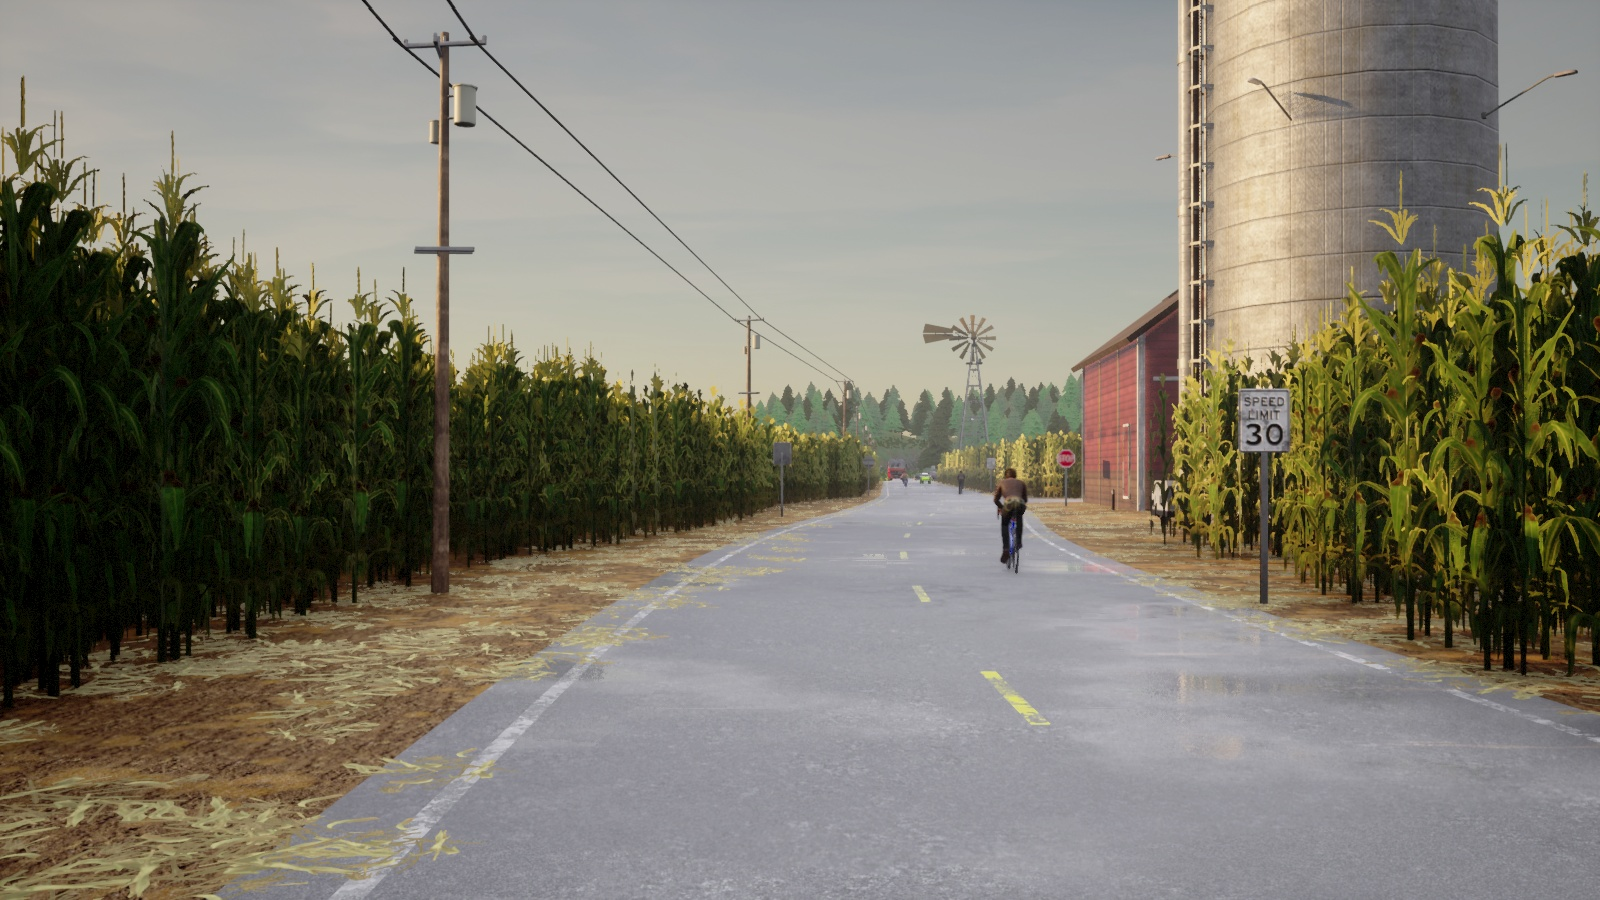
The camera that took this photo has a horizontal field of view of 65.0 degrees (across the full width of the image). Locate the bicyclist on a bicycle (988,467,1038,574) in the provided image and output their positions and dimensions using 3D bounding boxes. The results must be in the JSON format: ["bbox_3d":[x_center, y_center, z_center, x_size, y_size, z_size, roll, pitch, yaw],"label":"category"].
[{"bbox_3d":[3.355,1.087,19.889,0.582,1.620,1.656,0,-1,3],"label":"bicyclist on a bicycle"}]
